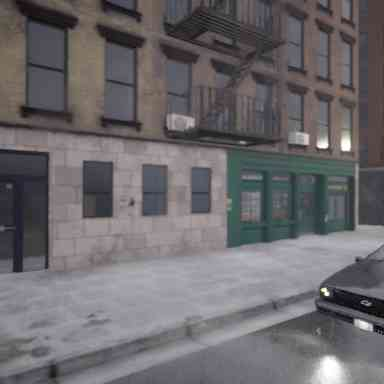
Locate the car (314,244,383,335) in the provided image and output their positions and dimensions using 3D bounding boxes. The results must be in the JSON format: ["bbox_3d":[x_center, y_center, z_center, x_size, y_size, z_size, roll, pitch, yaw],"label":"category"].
[{"bbox_3d":[4.662,1.538,6.354,5.357,1.411,2.033,0,0,-35],"label":"car"}]
